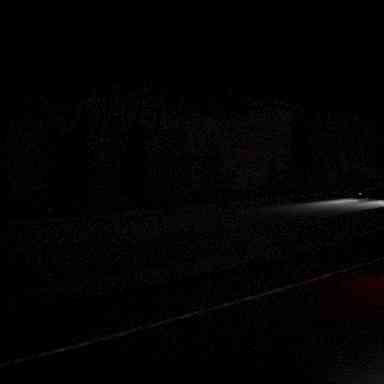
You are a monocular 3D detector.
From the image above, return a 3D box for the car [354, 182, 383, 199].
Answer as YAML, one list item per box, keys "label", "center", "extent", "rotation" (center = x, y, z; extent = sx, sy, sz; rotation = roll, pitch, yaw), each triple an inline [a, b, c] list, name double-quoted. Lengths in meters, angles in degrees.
- label: "car"
  center: [18.477, -0.211, 33.984]
  extent: [4.902, 1.511, 2.128]
  rotation: [-4, 3, -35]
